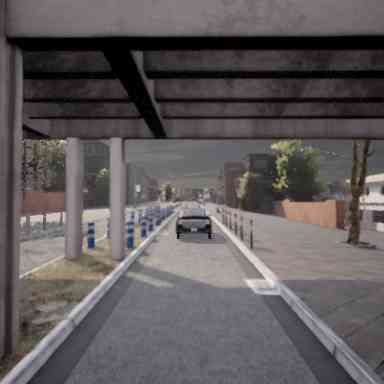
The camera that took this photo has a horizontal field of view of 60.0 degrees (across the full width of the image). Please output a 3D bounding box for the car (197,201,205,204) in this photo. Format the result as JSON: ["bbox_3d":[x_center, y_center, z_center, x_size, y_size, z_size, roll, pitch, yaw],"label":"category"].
[{"bbox_3d":[0.089,2.012,36.680,1.895,1.301,4.718,0,-1,0],"label":"car"}]

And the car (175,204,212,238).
[{"bbox_3d":[0.098,1.620,18.334,2.128,1.511,4.902,0,-1,0],"label":"car"}]
